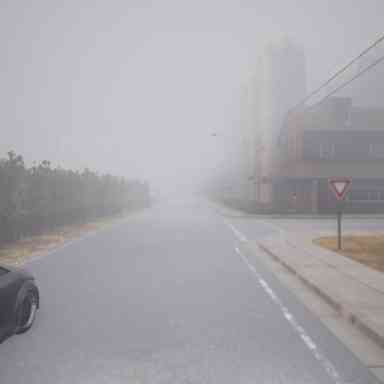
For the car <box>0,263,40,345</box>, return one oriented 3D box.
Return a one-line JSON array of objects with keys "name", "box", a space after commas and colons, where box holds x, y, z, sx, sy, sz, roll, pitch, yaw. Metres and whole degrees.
[{"name": "car", "box": [-3.574, 1.558, 3.953, 1.994, 1.385, 4.181, 0, 0, 0]}]
